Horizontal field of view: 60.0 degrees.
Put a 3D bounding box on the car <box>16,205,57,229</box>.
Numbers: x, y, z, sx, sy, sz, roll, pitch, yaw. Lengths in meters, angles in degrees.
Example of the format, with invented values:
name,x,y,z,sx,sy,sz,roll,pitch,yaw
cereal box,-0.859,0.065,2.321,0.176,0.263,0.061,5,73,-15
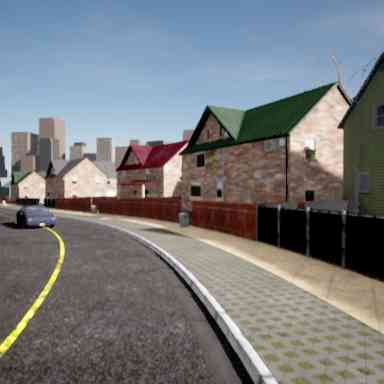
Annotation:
name,x,y,z,sx,sy,sz,roll,pitch,yaw
car,-10.498,1.584,22.193,2.033,1.411,5.357,-1,0,-35
